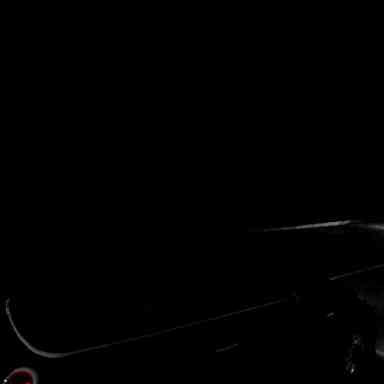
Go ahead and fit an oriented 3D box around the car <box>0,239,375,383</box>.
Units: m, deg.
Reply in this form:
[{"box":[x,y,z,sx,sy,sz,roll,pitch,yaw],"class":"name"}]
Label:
[{"box":[0.147,1.354,3.865,4.553,1.767,2.097,0,0,-36],"class":"car"}]
